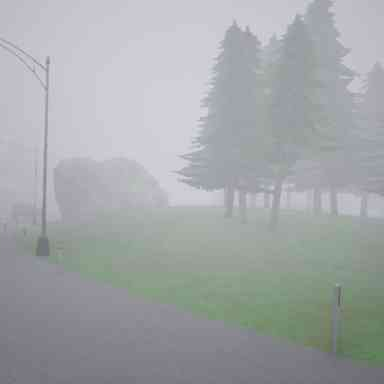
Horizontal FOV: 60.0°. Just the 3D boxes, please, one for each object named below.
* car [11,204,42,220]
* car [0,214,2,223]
[{"bbox_3d":[-21.252,2.588,43.321,2.150,2.045,5.566,2,-4,1],"label":"car"},{"bbox_3d":[-20.334,2.360,32.707,1.994,1.385,4.181,2,-3,-10],"label":"car"}]
